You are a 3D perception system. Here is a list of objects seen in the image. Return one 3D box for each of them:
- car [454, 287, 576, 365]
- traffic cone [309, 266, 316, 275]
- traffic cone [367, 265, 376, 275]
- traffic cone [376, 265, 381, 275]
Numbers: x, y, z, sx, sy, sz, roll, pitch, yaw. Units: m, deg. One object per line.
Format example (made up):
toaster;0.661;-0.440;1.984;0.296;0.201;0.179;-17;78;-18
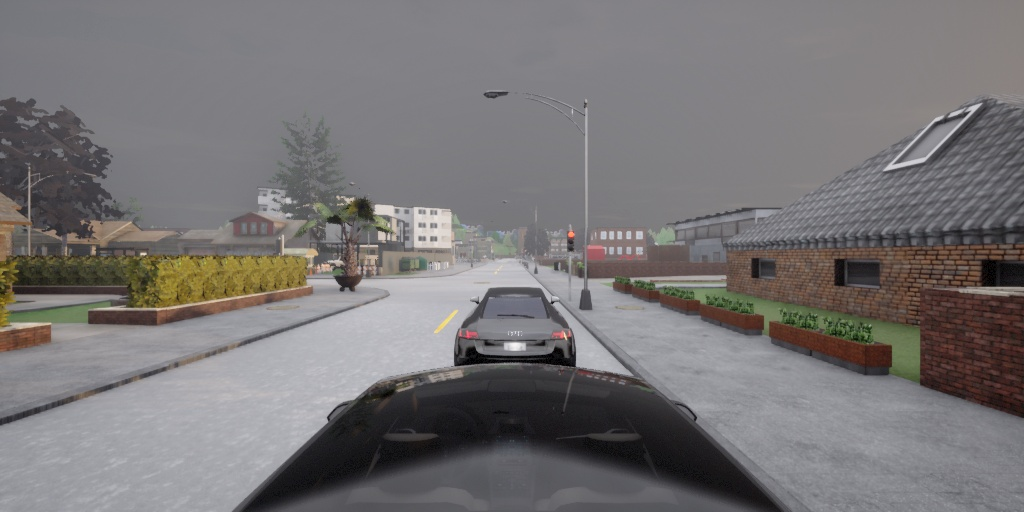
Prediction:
car;0.059;1.314;7.333;1.994;1.385;4.181;0;0;0
traffic cone;-19.796;1.568;35.267;0.344;0.586;0.344;0;0;0
traffic cone;-15.749;1.561;40.150;0.344;0.586;0.344;0;0;0
traffic cone;-15.388;1.558;40.720;0.344;0.586;0.344;0;0;0
